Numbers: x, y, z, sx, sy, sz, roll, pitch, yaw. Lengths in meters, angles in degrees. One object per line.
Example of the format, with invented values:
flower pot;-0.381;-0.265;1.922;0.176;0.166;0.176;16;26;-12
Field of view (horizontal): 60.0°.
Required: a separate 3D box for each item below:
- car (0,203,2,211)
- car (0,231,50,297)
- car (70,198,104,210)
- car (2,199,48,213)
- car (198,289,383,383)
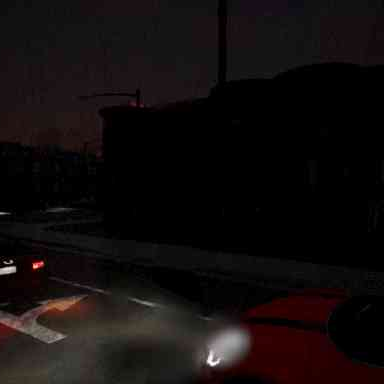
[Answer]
car;-20.876;1.544;39.782;2.033;1.411;5.357;0;0;36
car;-5.505;1.547;7.891;5.357;1.411;2.033;0;0;37
car;-13.294;1.598;44.354;1.895;1.301;4.718;0;0;36
car;-18.362;1.561;37.273;1.994;1.385;4.181;0;0;36
car;2.247;1.352;2.394;4.553;1.767;2.097;0;0;36
